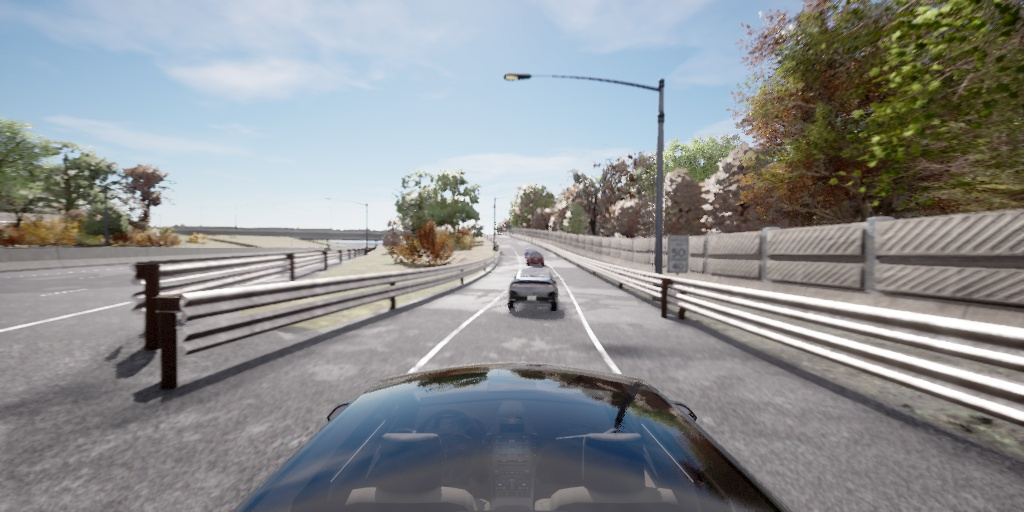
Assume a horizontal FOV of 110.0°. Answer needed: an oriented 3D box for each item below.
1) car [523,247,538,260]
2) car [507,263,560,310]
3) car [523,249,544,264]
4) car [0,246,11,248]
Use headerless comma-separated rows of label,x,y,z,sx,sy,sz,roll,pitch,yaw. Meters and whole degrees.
car,2.795,-0.406,54.453,1.882,1.535,5.008,1,5,-1
car,0.926,1.251,14.896,2.128,1.511,4.902,1,0,6
car,2.763,0.216,43.619,2.097,1.767,4.553,1,3,0
car,-42.038,-0.060,28.628,1.837,1.490,4.892,0,1,-20
